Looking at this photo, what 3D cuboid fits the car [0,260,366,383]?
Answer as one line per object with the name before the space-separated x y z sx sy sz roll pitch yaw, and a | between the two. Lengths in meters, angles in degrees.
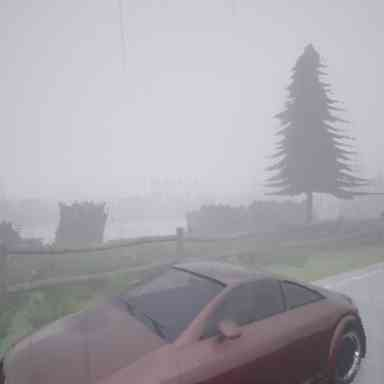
car | 0.133 1.570 3.783 4.181 1.385 1.994 0 0 -36
